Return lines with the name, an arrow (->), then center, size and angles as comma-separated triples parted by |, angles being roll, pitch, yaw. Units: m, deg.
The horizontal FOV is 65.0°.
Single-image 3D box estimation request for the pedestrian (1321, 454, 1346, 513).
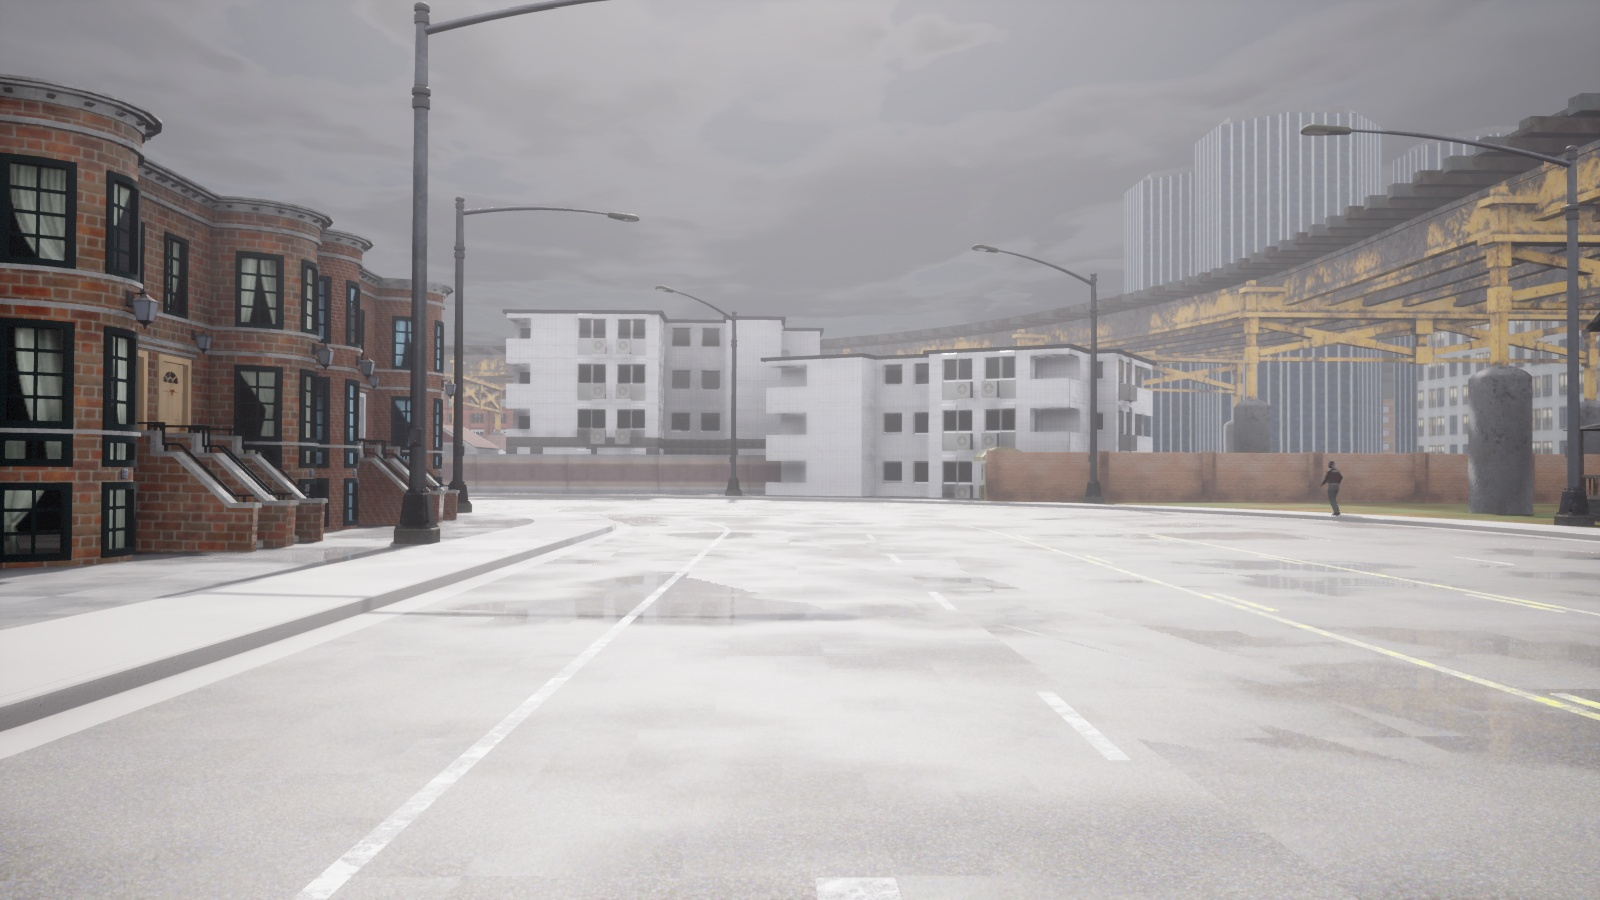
pedestrian -> 17.483, 1.090, 41.188 | 0.402, 1.930, 0.666 | 0, -1, -17
